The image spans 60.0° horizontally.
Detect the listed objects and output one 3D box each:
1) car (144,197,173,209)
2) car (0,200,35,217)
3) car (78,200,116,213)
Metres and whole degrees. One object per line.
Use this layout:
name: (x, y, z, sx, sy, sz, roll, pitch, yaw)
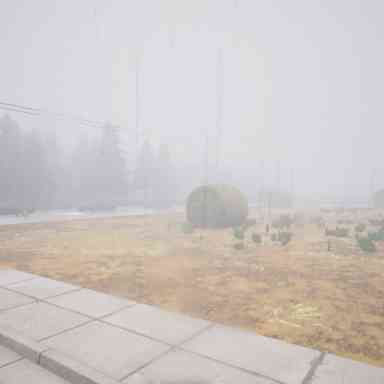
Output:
car: (-4.574, 1.532, 46.051, 1.837, 1.490, 4.892, 0, 0, 36)
car: (-16.671, 1.518, 29.741, 2.128, 1.511, 4.902, 0, 0, 37)
car: (-10.727, 1.591, 37.768, 1.994, 1.385, 4.181, 0, 0, 36)
